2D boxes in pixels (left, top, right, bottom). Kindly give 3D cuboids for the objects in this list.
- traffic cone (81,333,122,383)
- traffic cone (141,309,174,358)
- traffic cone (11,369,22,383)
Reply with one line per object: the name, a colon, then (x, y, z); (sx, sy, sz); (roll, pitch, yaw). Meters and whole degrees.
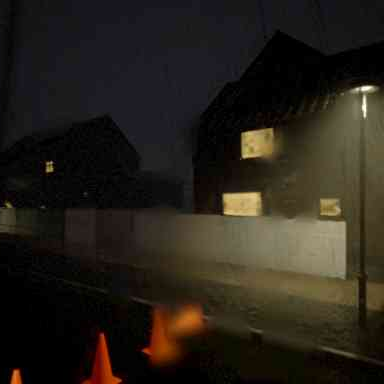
traffic cone: (-1.073, 1.972, 3.941); (0.340, 0.580, 0.340); (0, 0, 36)
traffic cone: (-0.490, 1.974, 4.754); (0.340, 0.580, 0.340); (0, 0, 36)
traffic cone: (-1.654, 1.969, 3.129); (0.340, 0.580, 0.340); (0, 0, 36)
